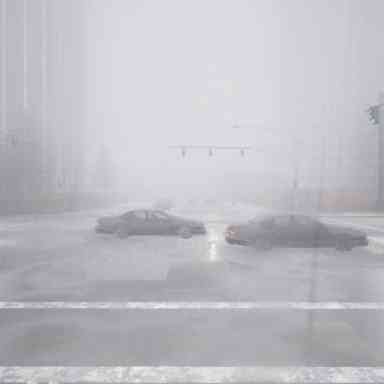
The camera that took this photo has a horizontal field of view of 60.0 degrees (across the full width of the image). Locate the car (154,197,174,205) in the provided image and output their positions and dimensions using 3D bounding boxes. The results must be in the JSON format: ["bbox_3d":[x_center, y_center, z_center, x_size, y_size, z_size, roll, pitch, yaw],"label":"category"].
[{"bbox_3d":[-3.587,1.564,40.774,1.994,1.385,4.181,0,0,0],"label":"car"}]

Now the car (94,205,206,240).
[{"bbox_3d":[-2.007,1.547,16.518,5.357,1.411,2.033,0,0,-1],"label":"car"}]

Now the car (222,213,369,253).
[{"bbox_3d":[3.919,1.547,13.110,5.357,1.411,2.033,0,0,-1],"label":"car"}]

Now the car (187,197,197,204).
[{"bbox_3d":[0.019,1.564,64.973,1.994,1.385,4.181,0,0,0],"label":"car"}]

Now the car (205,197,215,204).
[{"bbox_3d":[3.519,1.601,65.002,1.895,1.301,4.718,0,0,0],"label":"car"}]
